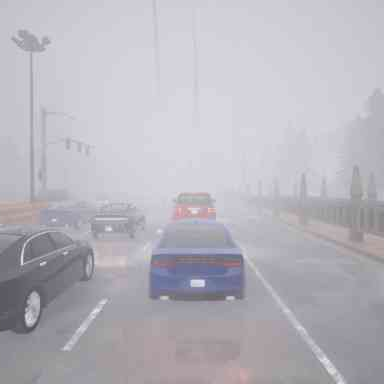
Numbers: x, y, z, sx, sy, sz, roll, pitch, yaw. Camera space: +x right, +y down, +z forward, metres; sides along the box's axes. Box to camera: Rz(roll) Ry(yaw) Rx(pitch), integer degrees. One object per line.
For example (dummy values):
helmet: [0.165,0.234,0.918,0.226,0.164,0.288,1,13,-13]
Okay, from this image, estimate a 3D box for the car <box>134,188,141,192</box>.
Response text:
car: [-13.741,-0.007,83.119,2.150,2.045,5.566,0,1,0]

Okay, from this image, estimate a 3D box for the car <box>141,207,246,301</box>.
car: [0.100,1.383,8.202,1.882,1.535,5.008,0,1,0]

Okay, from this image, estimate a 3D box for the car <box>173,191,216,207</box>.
car: [0.121,0.977,18.071,2.150,2.045,5.566,0,1,0]

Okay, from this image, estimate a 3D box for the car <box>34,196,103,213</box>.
car: [-6.872,1.218,19.070,1.882,1.535,5.008,0,1,0]

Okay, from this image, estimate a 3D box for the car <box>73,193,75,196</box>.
car: [-21.022,0.684,55.123,2.128,1.511,4.902,0,1,3]

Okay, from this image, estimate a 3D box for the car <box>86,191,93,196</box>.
car: [-20.789,0.490,70.032,1.812,1.442,4.674,0,1,0]

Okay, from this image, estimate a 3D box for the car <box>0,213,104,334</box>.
car: [-3.402,1.434,6.615,1.837,1.490,4.892,0,1,0]

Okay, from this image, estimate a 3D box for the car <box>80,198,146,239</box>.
car: [-3.381,1.279,15.988,2.128,1.511,4.902,0,1,0]

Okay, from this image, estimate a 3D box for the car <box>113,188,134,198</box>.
car: [-13.802,0.230,67.251,2.150,2.045,5.566,0,1,0]

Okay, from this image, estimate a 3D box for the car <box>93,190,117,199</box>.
car: [-13.937,0.782,53.438,1.994,1.385,4.181,0,1,0]

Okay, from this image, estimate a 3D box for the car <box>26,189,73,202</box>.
car: [-14.025,0.756,32.583,2.150,2.045,5.566,0,1,0]
